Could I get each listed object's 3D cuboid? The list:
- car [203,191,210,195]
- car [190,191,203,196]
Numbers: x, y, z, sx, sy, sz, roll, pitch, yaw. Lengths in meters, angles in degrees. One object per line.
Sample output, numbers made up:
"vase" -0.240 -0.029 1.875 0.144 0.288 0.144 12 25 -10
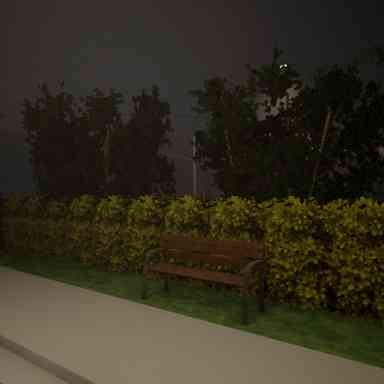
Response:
"car" 5.122 0.437 69.130 2.150 2.045 5.566 0 1 35
"car" 1.256 0.591 69.705 2.097 1.767 4.553 0 1 35
